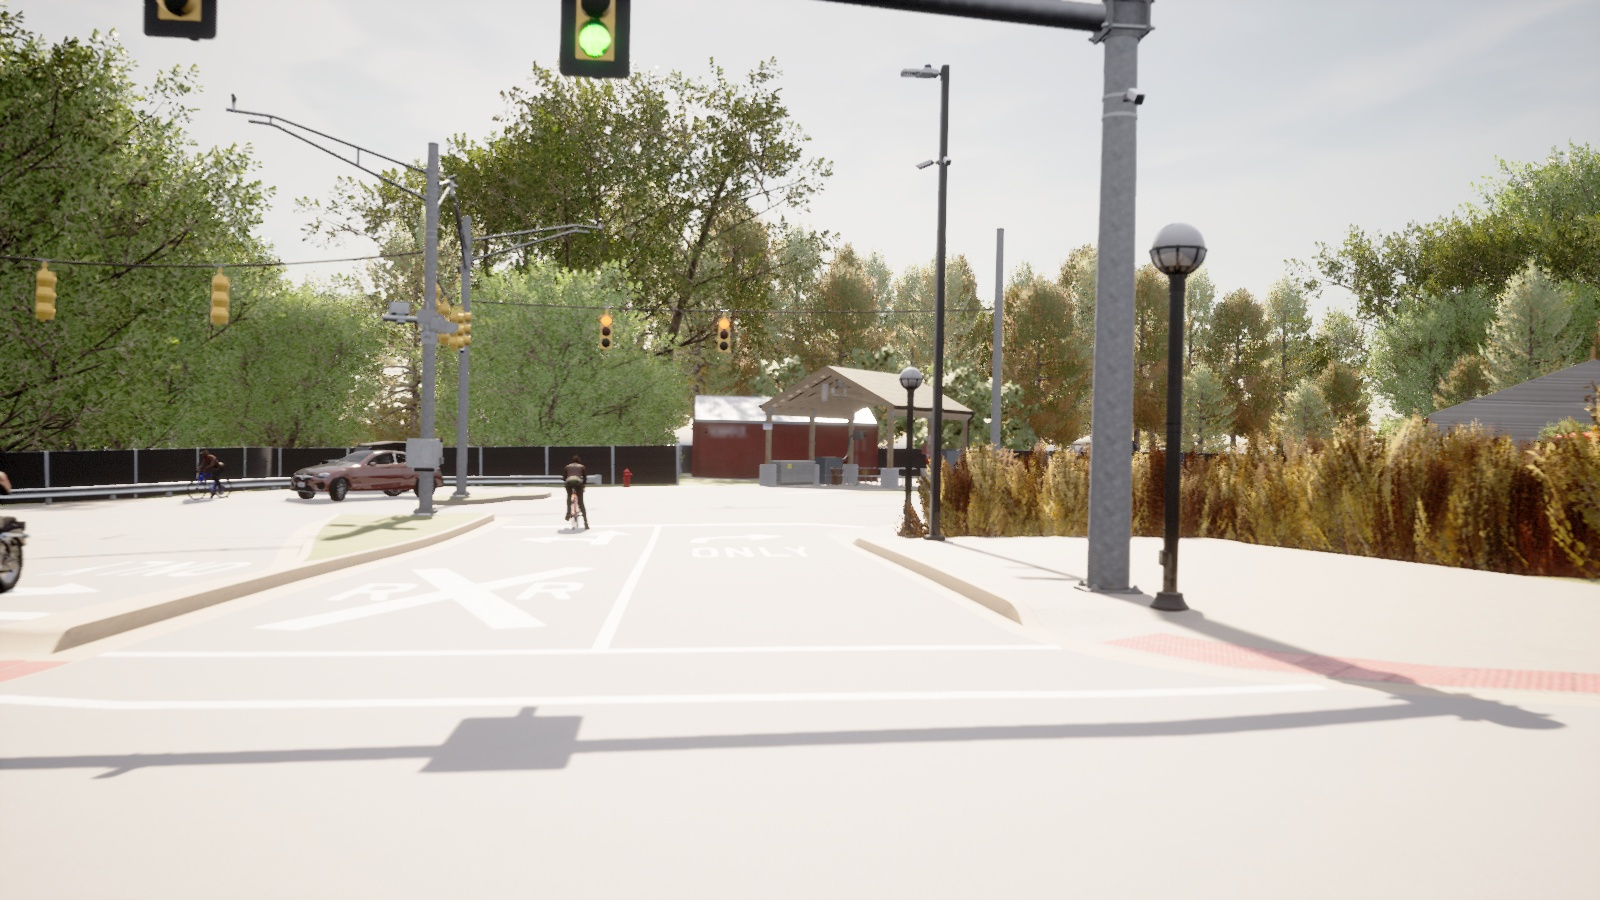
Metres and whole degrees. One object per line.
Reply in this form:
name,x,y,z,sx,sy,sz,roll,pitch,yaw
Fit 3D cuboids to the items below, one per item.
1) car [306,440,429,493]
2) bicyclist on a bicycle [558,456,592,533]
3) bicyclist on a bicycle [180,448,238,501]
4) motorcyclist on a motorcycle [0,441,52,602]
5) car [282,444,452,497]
car,-16.031,0.577,46.608,3.866,1.878,1.905,0,1,-40
bicyclist on a bicycle,-4.968,0.951,27.762,0.582,1.620,1.656,0,1,-5
bicyclist on a bicycle,-19.340,0.788,41.126,0.582,1.620,1.656,1,3,28
motorcyclist on a motorcycle,-8.574,0.732,12.822,0.766,1.649,2.350,1,-1,-10
car,-14.481,0.647,42.240,2.152,1.651,5.027,1,1,37
